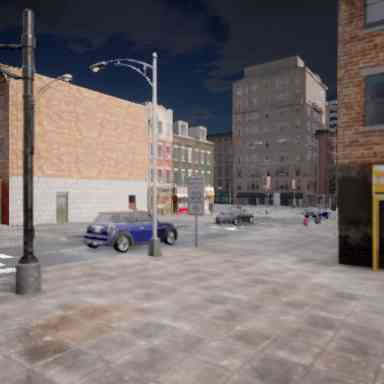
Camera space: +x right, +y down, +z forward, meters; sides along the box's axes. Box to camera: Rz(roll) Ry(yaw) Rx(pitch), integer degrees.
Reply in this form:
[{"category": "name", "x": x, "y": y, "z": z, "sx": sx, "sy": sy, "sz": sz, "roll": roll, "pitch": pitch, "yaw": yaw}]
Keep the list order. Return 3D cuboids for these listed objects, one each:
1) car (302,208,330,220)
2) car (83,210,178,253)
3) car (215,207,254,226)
[{"category": "car", "x": 14.838, "y": 2.573, "z": 39.573, "sx": 1.895, "sy": 1.301, "sz": 4.718, "roll": 0, "pitch": -1, "yaw": 38}, {"category": "car", "x": -2.667, "y": 1.634, "z": 15.457, "sx": 2.097, "sy": 1.767, "sz": 4.553, "roll": 0, "pitch": -1, "yaw": 36}, {"category": "car", "x": 3.836, "y": 2.135, "z": 29.332, "sx": 1.837, "sy": 1.490, "sz": 4.892, "roll": 0, "pitch": -1, "yaw": 36}]
